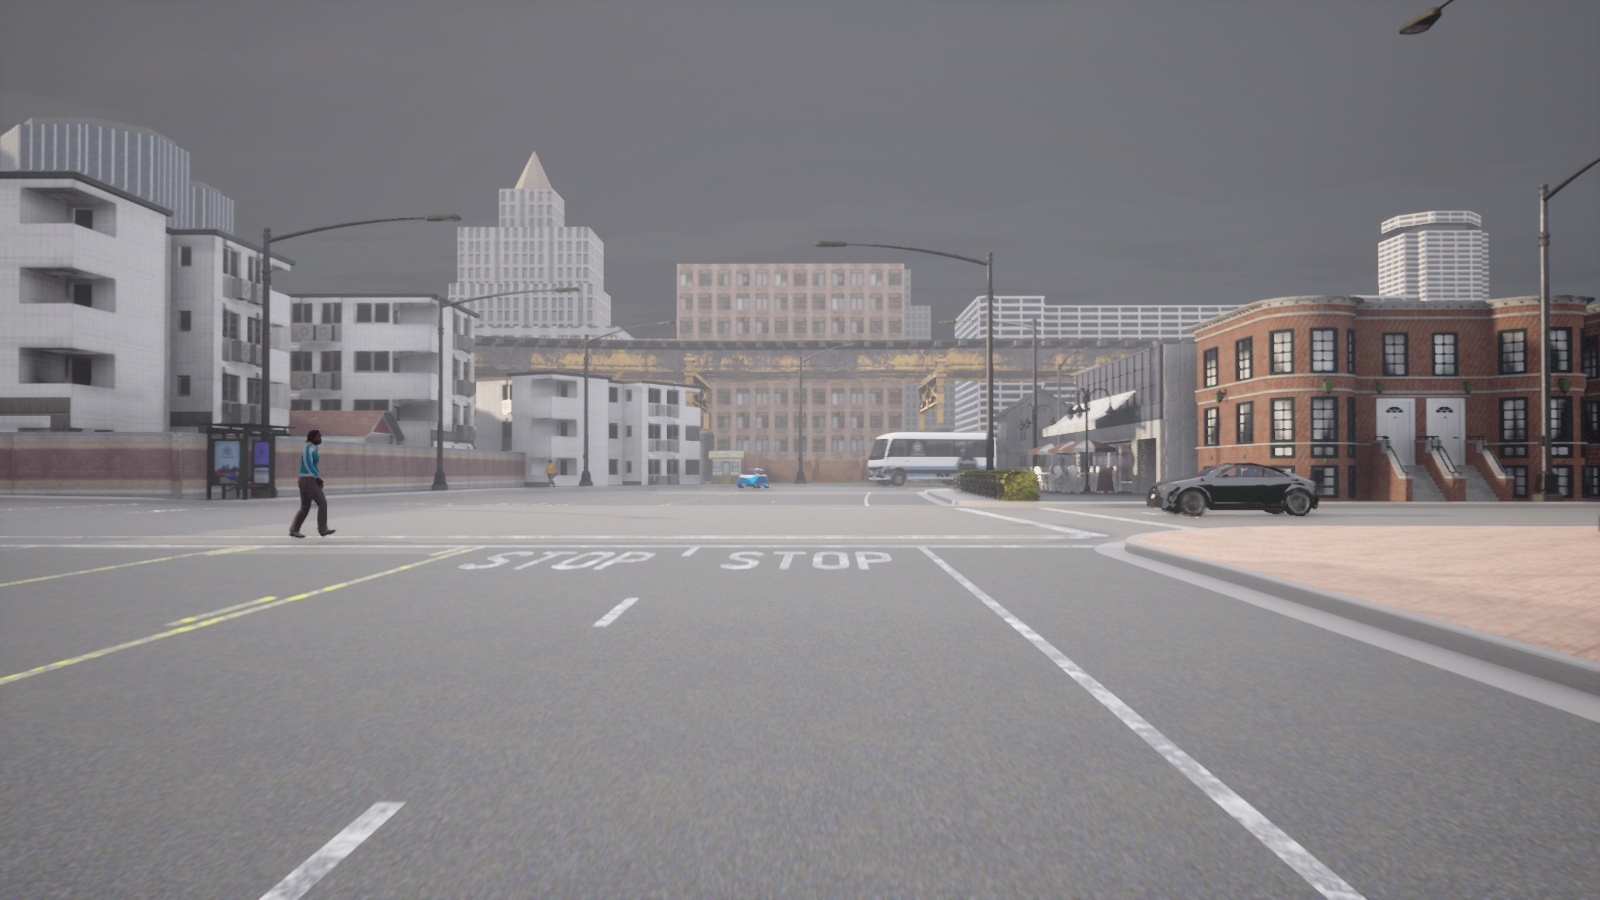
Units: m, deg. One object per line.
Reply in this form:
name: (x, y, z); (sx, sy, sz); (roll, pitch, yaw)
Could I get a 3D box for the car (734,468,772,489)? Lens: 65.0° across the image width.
car: (-3.128, 1.900, 83.637); (1.481, 1.376, 2.207); (-1, -2, 35)

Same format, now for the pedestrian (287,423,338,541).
pedestrian: (-8.069, 0.532, 20.808); (0.692, 1.930, 0.396); (0, -1, -3)

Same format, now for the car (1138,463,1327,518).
car: (11.049, 1.029, 32.324); (4.181, 1.385, 1.994); (0, -1, 2)

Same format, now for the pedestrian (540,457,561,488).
pedestrian: (-15.429, 1.385, 77.673); (0.874, 1.855, 0.900); (0, -1, 22)
